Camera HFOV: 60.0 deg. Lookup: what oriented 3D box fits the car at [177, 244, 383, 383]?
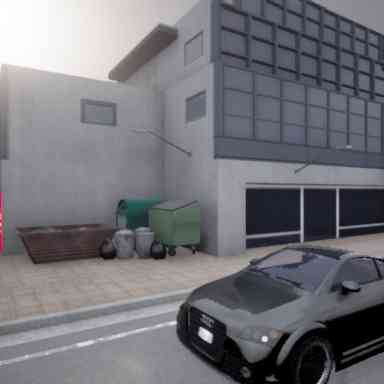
[{"bbox_3d":[1.868,1.563,5.095,4.181,1.385,1.994,0,0,-31],"label":"car"}]
